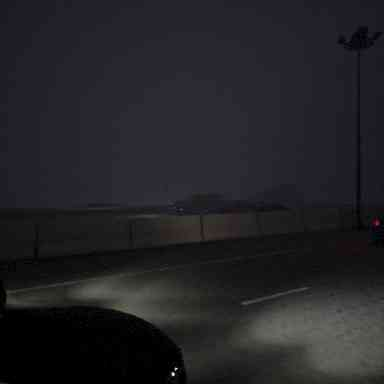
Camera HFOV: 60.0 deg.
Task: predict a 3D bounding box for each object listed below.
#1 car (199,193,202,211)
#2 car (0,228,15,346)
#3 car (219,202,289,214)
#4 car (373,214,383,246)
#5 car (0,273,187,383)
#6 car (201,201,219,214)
[{"bbox_3d":[0.777,1.162,33.184,5.566,2.045,2.150,0,0,-29],"label":"car"},{"bbox_3d":[-5.214,1.468,4.237,5.008,1.535,1.882,0,0,-36],"label":"car"},{"bbox_3d":[4.678,1.452,23.305,4.902,1.511,2.128,0,0,-30],"label":"car"},{"bbox_3d":[9.672,1.331,13.836,4.553,1.767,2.097,0,0,-30],"label":"car"},{"bbox_3d":[-2.253,1.486,2.056,4.902,1.511,2.128,0,0,-36],"label":"car"},{"bbox_3d":[3.400,1.555,26.629,4.718,1.301,1.895,0,0,-30],"label":"car"}]
